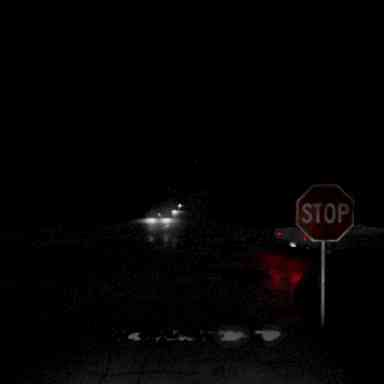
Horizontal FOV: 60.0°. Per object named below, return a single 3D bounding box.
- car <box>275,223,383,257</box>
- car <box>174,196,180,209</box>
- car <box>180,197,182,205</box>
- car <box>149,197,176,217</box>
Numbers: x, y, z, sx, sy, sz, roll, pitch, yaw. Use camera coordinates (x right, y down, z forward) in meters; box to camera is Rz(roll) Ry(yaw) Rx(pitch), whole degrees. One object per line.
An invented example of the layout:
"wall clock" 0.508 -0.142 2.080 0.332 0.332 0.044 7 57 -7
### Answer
"car" 5.745 1.691 13.379 4.718 1.301 1.895 1 0 -28
"car" -2.762 1.413 40.417 1.837 1.490 4.892 0 0 0
"car" -2.680 1.472 57.919 2.033 1.411 5.357 0 0 1
"car" -2.751 1.464 30.012 2.033 1.411 5.357 0 0 -1
